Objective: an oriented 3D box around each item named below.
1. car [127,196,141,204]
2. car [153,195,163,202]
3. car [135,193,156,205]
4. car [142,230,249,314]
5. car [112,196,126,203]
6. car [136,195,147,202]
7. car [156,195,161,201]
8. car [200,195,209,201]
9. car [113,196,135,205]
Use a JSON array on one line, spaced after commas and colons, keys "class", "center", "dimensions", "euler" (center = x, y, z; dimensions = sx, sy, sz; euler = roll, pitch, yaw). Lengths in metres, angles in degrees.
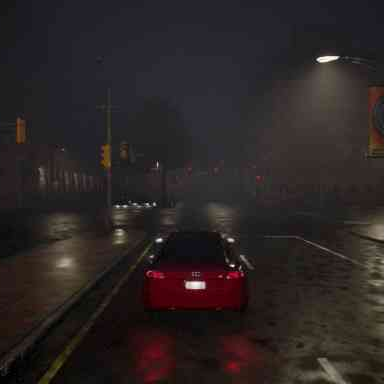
[{"class": "car", "center": [-11.557, 1.564, 66.137], "dimensions": [1.994, 1.385, 4.181], "euler": [0, 0, 0]}, {"class": "car", "center": [-8.036, 1.500, 78.561], "dimensions": [1.837, 1.490, 4.892], "euler": [0, 0, 0]}, {"class": "car", "center": [-8.107, 1.221, 58.558], "dimensions": [2.150, 2.045, 5.566], "euler": [0, 0, 0]}, {"class": "car", "center": [0.071, 1.564, 7.694], "dimensions": [1.994, 1.385, 4.181], "euler": [0, 0, 0]}, {"class": "car", "center": [-14.781, 1.595, 67.799], "dimensions": [1.895, 1.301, 4.718], "euler": [0, 0, 0]}, {"class": "car", "center": [-11.535, 1.478, 76.556], "dimensions": [1.882, 1.535, 5.008], "euler": [0, 0, 0]}, {"class": "car", "center": [-8.036, 1.601, 68.357], "dimensions": [1.895, 1.301, 4.718], "euler": [0, 0, 0]}, {"class": "car", "center": [3.460, 1.553, 87.081], "dimensions": [1.994, 1.385, 4.181], "euler": [0, 0, 0]}, {"class": "car", "center": [-11.608, 1.564, 56.843], "dimensions": [1.994, 1.385, 4.181], "euler": [0, 0, 0]}]
